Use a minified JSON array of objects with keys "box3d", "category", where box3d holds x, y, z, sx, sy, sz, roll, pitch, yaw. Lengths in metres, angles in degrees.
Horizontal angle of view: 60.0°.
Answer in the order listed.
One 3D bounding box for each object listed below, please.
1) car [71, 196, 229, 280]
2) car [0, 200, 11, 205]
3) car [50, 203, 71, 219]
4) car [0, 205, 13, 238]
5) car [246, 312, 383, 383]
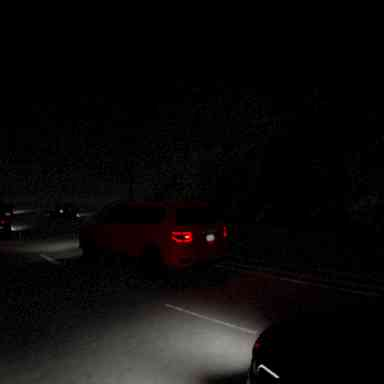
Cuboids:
[{"box3d":[-1.410,1.260,10.382,2.150,2.045,5.566,0,0,-45],"category":"car"},{"box3d":[-19.632,1.558,33.613,2.128,1.511,4.902,0,0,-13],"category":"car"},{"box3d":[-11.697,1.647,30.449,1.994,1.385,4.181,0,0,-14],"category":"car"},{"box3d":[-10.641,1.598,17.494,1.994,1.385,4.181,0,0,-29],"category":"car"},{"box3d":[2.676,1.547,2.299,4.674,1.442,1.812,0,0,35],"category":"car"}]
